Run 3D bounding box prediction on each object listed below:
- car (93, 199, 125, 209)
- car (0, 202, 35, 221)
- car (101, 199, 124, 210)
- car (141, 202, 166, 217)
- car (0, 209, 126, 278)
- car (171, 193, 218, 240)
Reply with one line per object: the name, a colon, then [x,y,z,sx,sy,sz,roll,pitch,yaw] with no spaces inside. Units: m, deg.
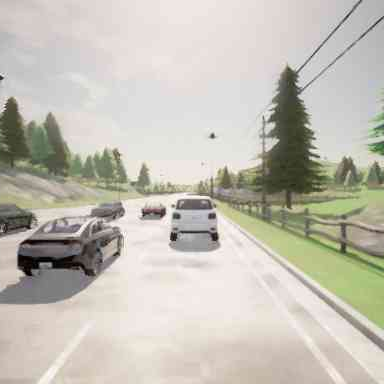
car: [-6.898,1.532,27.833,2.033,1.411,5.357,0,0,0]
car: [-10.398,1.343,18.173,2.097,1.767,4.553,0,0,0]
car: [-10.395,1.576,43.610,1.895,1.301,4.718,0,0,0]
car: [-3.398,1.583,30.479,1.895,1.301,4.718,0,0,0]
car: [-3.398,1.487,10.150,2.128,1.511,4.902,0,0,0]
car: [0.102,1.211,16.961,2.150,2.045,5.566,0,0,0]
